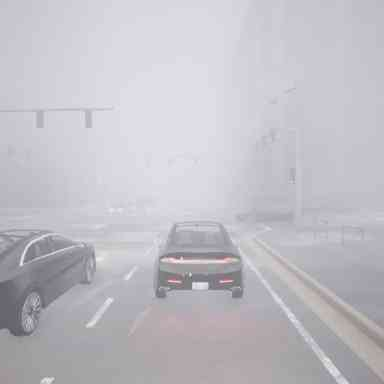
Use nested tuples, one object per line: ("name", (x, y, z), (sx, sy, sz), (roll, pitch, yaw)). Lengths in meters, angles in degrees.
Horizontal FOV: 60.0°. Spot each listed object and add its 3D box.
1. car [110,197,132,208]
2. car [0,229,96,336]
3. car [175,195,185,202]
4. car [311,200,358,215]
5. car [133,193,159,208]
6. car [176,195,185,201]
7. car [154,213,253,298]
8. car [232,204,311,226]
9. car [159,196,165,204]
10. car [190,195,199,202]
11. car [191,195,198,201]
("car", (-10.249, 1.564, 47.117), (1.994, 1.385, 4.181), (0, 0, 0))
("car", (-3.396, 1.492, 6.649), (2.128, 1.511, 4.902), (0, 0, 1))
("car", (-2.937, 1.497, 75.743), (1.837, 1.490, 4.892), (0, 0, 0))
("car", (13.456, 1.492, 32.929), (5.357, 1.411, 2.033), (0, 0, 0))
("car", (-6.721, 1.221, 49.435), (2.150, 2.045, 5.566), (0, 0, 2))
("car", (-2.864, 1.523, 85.445), (2.033, 1.411, 5.357), (0, 0, 0))
("car", (0.139, 1.492, 8.467), (2.128, 1.511, 4.902), (0, 0, 0))
("car", (5.105, 1.555, 22.238), (4.718, 1.301, 1.895), (0, 0, 0))
("car", (-6.631, 1.492, 59.649), (2.128, 1.511, 4.902), (0, 0, 1))
("car", (0.568, 1.593, 76.374), (1.895, 1.301, 4.718), (0, 0, 0))
("car", (0.636, 1.461, 85.419), (1.882, 1.535, 5.008), (0, 0, 0))
